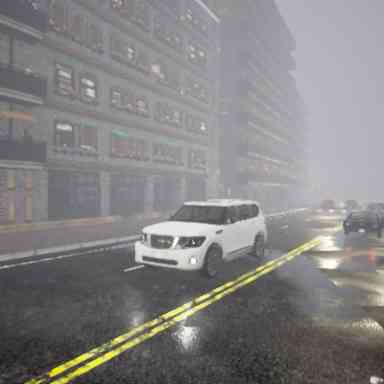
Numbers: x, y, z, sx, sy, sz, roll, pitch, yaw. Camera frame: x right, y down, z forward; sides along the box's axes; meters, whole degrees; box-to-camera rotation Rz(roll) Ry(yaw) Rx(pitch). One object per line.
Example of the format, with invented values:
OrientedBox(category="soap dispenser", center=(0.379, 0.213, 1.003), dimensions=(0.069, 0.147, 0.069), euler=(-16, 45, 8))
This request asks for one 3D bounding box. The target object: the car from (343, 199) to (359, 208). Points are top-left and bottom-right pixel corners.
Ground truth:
OrientedBox(category="car", center=(24.126, 1.911, 50.333), dimensions=(1.837, 1.490, 4.892), euler=(0, 0, 29))

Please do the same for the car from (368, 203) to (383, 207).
OrientedBox(category="car", center=(19.380, 1.856, 34.937), dimensions=(2.033, 1.411, 5.357), euler=(0, 0, 30))

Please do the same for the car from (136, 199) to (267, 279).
OrientedBox(category="car", center=(0.642, 1.270, 10.757), dimensions=(2.150, 2.045, 5.566), euler=(0, 0, 33))

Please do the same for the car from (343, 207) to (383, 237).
OrientedBox(category="car", center=(10.103, 1.767, 19.380), dimensions=(1.895, 1.301, 4.718), euler=(0, 0, 32))

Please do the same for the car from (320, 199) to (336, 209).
OrientedBox(category="car", center=(21.230, 1.866, 51.810), dimensions=(1.882, 1.535, 5.008), euler=(0, 0, 29))
